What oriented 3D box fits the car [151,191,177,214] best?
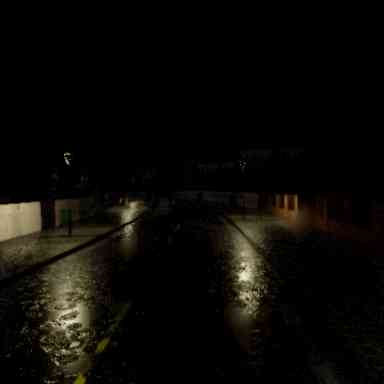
[{"bbox_3d":[-2.644,0.888,31.575,2.150,2.045,5.566,-1,1,-4],"label":"car"}]
